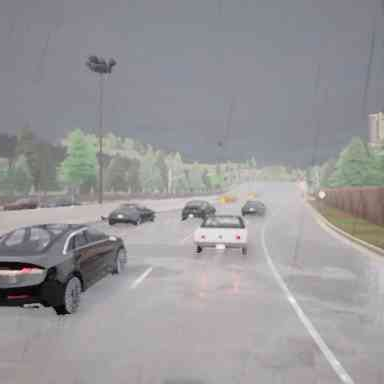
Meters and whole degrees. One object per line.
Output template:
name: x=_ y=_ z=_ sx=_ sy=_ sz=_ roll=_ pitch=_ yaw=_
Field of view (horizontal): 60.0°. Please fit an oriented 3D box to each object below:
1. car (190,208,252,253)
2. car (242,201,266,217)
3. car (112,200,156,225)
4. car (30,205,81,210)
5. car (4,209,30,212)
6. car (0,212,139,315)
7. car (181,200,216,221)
car: x=1.308 y=1.551 z=13.416 sx=1.895 sy=1.301 sz=4.718 roll=0 pitch=0 yaw=9
car: x=5.725 y=1.466 z=30.634 sx=1.994 sy=1.385 sz=4.181 roll=0 pitch=0 yaw=17
car: x=-3.909 y=1.449 z=22.291 sx=1.994 sy=1.385 sz=4.181 roll=0 pitch=0 yaw=14
car: x=-12.540 y=1.150 z=31.455 sx=2.097 sy=1.767 sz=4.553 roll=0 pitch=0 yaw=17
car: x=-15.898 y=1.253 z=32.458 sx=1.882 sy=1.535 sz=5.008 roll=0 pitch=0 yaw=17
car: x=-2.912 y=1.443 z=7.473 sx=2.128 sy=1.511 sz=4.902 roll=0 pitch=0 yaw=5
car: x=0.595 y=1.401 z=25.668 sx=1.837 sy=1.490 sz=4.892 roll=0 pitch=1 yaw=16
